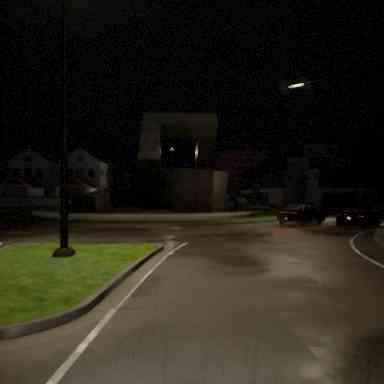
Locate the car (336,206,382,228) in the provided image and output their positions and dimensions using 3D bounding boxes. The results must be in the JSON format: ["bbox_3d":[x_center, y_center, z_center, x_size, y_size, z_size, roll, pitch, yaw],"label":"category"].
[{"bbox_3d":[11.766,1.705,23.390,1.994,1.385,4.181,0,0,44],"label":"car"}]

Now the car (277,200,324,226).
[{"bbox_3d":[8.109,1.635,24.592,2.128,1.511,4.902,0,0,43],"label":"car"}]

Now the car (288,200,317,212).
[{"bbox_3d":[14.792,1.824,44.809,1.994,1.385,4.181,0,0,-11],"label":"car"}]
